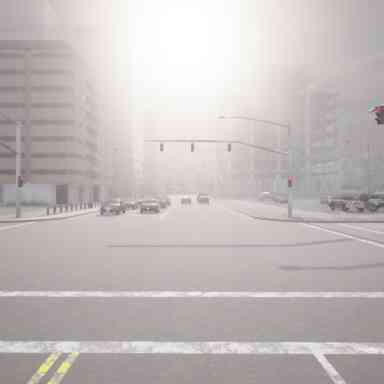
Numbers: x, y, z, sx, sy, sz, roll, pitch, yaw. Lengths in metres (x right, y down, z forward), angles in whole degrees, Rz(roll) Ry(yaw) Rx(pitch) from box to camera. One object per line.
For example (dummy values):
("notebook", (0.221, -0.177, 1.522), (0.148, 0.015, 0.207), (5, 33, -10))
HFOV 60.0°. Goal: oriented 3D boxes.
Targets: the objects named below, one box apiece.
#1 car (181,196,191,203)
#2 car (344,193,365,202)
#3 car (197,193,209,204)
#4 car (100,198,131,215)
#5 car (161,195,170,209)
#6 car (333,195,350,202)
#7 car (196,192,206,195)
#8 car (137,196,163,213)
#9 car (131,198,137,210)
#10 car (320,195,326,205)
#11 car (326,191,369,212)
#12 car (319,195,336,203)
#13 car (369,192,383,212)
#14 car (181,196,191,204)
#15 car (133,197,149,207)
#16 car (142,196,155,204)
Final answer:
("car", (-1.241, 1.542, 72.660), (2.033, 1.411, 5.357), (0, 0, 0))
("car", (33.379, 1.153, 68.409), (1.932, 1.855, 4.605), (0, 0, 0))
("car", (2.299, 1.477, 64.641), (1.882, 1.535, 5.008), (0, 0, 0))
("car", (-8.053, 1.491, 34.221), (2.128, 1.511, 4.902), (0, 0, 0))
("car", (-4.647, 1.352, 45.988), (2.097, 1.767, 4.553), (0, 0, -1))
("car", (30.696, 1.364, 68.346), (1.784, 1.438, 3.905), (0, 0, 0))
("car", (2.219, 1.051, 74.446), (2.150, 2.045, 5.566), (0, 0, 0))
("car", (-4.575, 1.505, 36.845), (1.837, 1.490, 4.892), (0, 0, 0))
("car", (-8.120, 1.526, 43.370), (1.812, 1.442, 4.674), (0, 0, 0))
("car", (22.103, 1.395, 53.205), (1.970, 1.475, 3.806), (0, 0, 0))
("car", (16.583, 1.153, 35.766), (1.932, 1.855, 4.605), (0, 0, 0))
("car", (27.801, 1.395, 68.333), (1.970, 1.475, 3.806), (0, 0, 0))
("car", (19.478, 1.156, 35.725), (1.905, 1.878, 3.866), (0, 0, 0))
("car", (-1.087, 1.491, 62.925), (2.128, 1.511, 4.902), (0, 0, 0))
("car", (-8.205, 1.564, 53.365), (1.994, 1.385, 4.181), (0, 0, -1))
("car", (-8.241, 1.477, 63.488), (1.882, 1.535, 5.008), (0, 0, 0))
